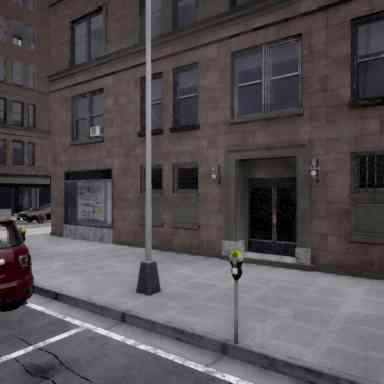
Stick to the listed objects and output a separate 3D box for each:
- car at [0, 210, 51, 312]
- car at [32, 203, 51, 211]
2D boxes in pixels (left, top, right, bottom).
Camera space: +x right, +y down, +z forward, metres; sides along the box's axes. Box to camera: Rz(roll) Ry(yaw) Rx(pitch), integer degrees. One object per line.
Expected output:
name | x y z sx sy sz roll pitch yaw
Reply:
car | -5.066 1.315 6.408 5.009 1.841 2.192 0 0 35
car | -10.244 1.503 25.168 2.033 1.411 5.357 0 0 36
